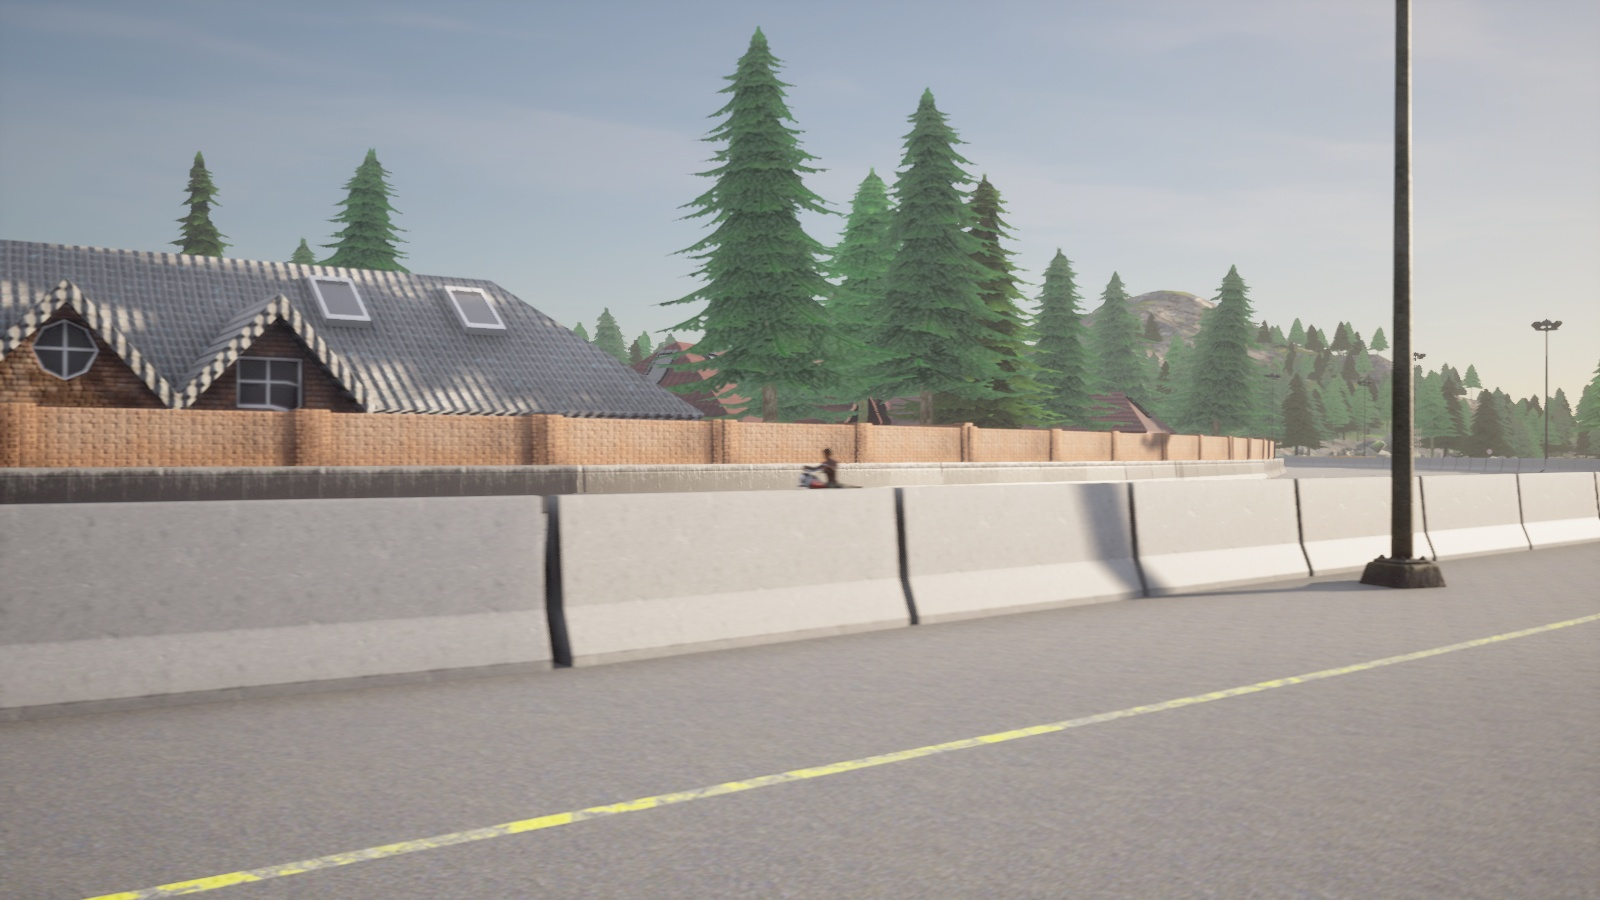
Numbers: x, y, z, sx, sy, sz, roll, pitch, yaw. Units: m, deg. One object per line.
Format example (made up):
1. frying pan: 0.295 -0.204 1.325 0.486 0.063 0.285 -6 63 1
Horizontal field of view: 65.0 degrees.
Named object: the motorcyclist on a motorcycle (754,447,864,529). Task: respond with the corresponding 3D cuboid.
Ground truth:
1. motorcyclist on a motorcycle: 0.213 0.761 26.149 2.350 1.649 0.766 0 -1 -41
